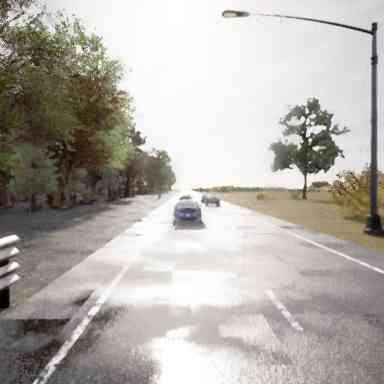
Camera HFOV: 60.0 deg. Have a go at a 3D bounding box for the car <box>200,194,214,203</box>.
[{"bbox_3d":[2.449,1.016,54.761,2.033,1.411,5.357,0,1,-1],"label":"car"}]

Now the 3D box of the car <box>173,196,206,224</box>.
[{"bbox_3d":[-0.297,1.264,22.813,1.882,1.535,5.008,0,1,-1],"label":"car"}]

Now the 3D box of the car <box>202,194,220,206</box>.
[{"bbox_3d":[2.667,1.065,44.084,2.128,1.511,4.902,0,1,-1],"label":"car"}]

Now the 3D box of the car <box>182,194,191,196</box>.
[{"bbox_3d":[-0.784,1.062,46.536,1.837,1.490,4.892,0,1,-1],"label":"car"}]
